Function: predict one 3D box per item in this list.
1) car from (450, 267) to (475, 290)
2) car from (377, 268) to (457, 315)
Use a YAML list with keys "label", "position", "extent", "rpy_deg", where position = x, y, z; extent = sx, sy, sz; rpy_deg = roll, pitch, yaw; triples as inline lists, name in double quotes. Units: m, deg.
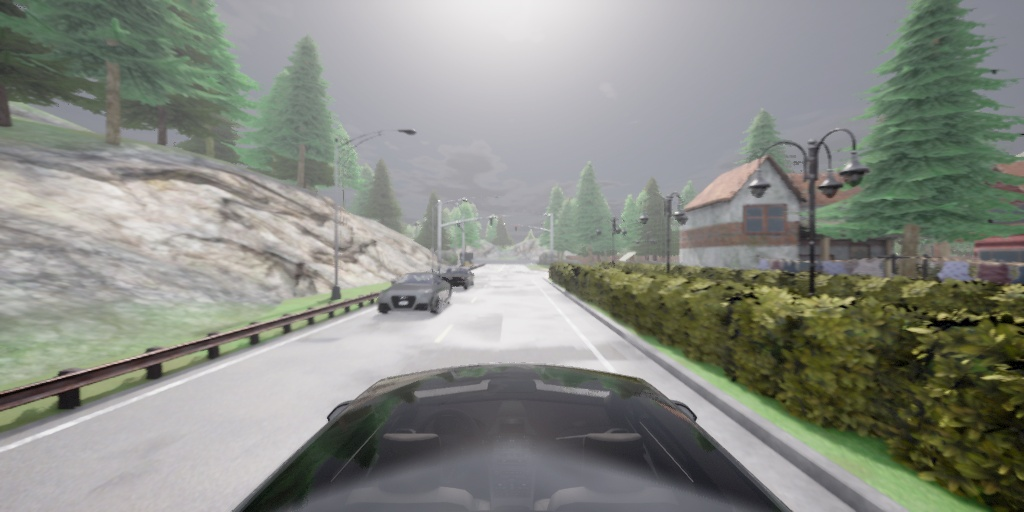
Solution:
- label: "car"
  position: [-3.521, 1.377, 22.989]
  extent: [1.895, 1.301, 4.718]
  rpy_deg: [0, 0, 1]
- label: "car"
  position: [-3.503, 1.328, 13.569]
  extent: [1.994, 1.385, 4.181]
  rpy_deg: [0, 0, 0]
